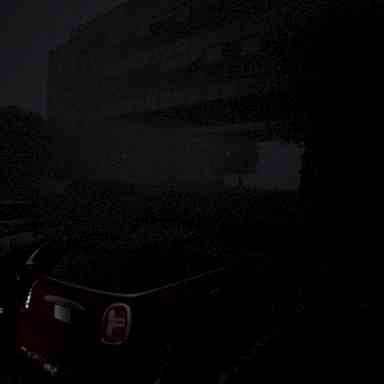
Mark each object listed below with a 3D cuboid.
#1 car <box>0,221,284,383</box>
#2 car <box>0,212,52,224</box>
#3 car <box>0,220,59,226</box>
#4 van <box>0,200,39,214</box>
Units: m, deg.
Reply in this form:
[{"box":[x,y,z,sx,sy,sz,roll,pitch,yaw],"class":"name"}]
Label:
[{"box":[-0.185,1.351,5.373,2.185,1.767,4.553,0,0,36],"class":"car"},{"box":[-4.712,1.471,8.647,2.231,1.521,4.892,0,0,35],"class":"car"},{"box":[-2.444,1.475,7.015,2.231,1.521,4.892,0,0,35],"class":"car"},{"box":[-7.058,1.241,10.168,1.878,1.987,4.442,0,0,35],"class":"van"}]
